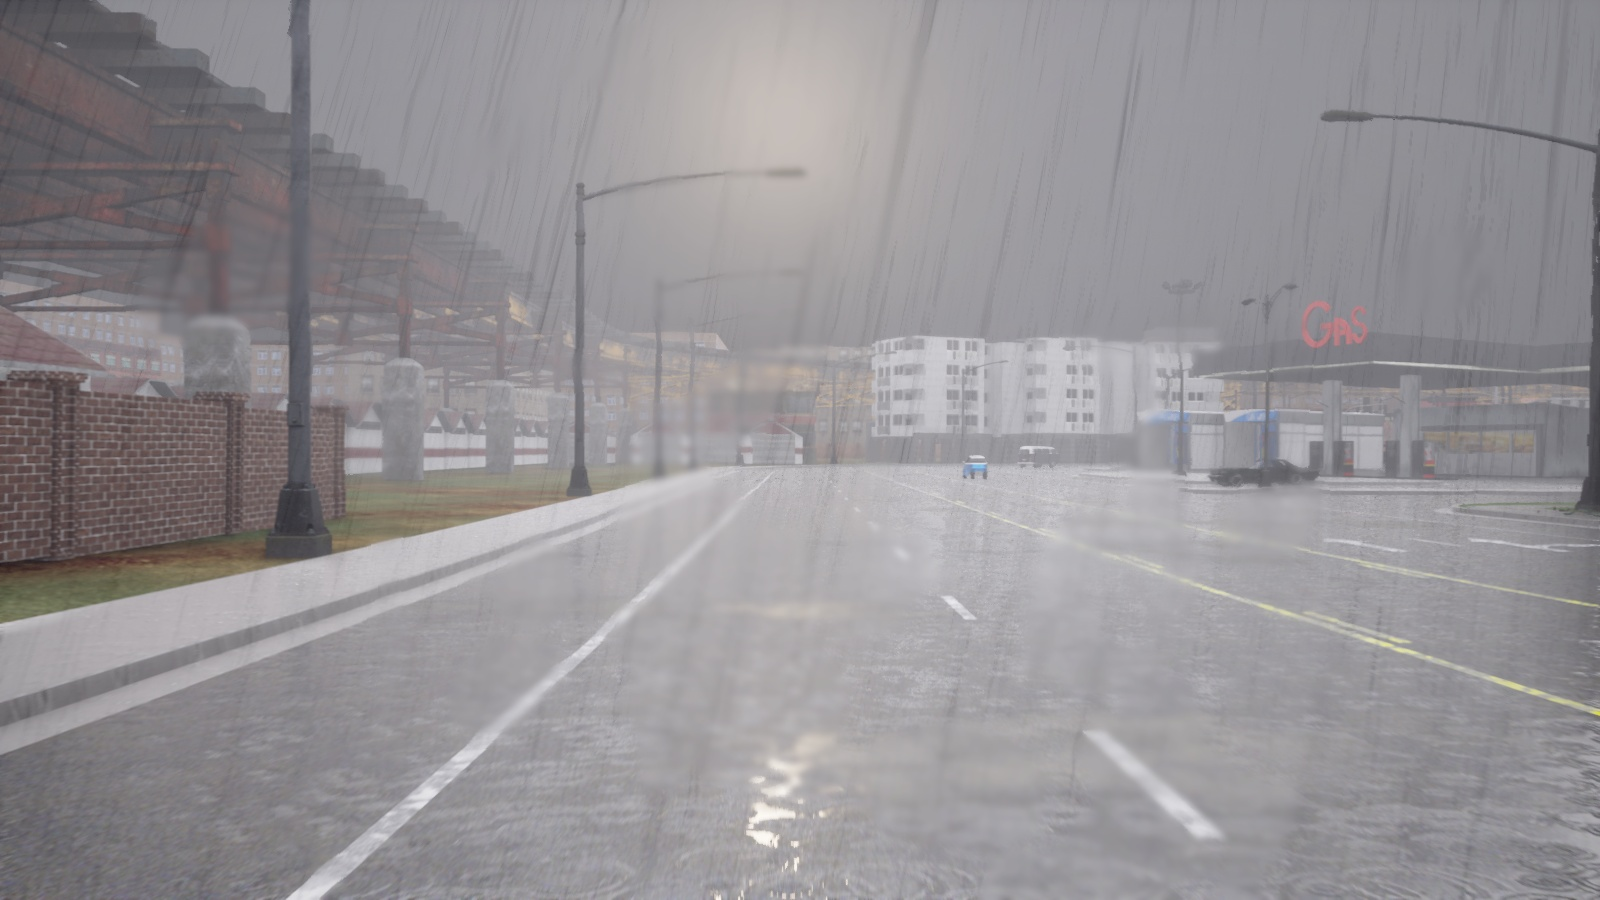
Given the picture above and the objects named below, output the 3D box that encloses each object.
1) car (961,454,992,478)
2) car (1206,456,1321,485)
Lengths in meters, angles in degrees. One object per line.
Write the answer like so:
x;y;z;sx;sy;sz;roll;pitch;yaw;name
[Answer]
10.344;0.918;73.801;1.481;1.376;2.207;0;0;0;car
21.785;0.942;59.191;4.718;1.301;1.895;0;0;0;car
